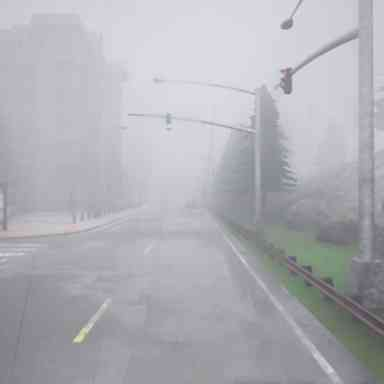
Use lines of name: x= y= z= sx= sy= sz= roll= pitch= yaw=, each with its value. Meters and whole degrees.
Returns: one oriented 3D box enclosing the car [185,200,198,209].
car: x=-0.052 y=1.884 z=50.216 sx=1.994 sy=1.385 sz=4.181 roll=0 pitch=0 yaw=0
